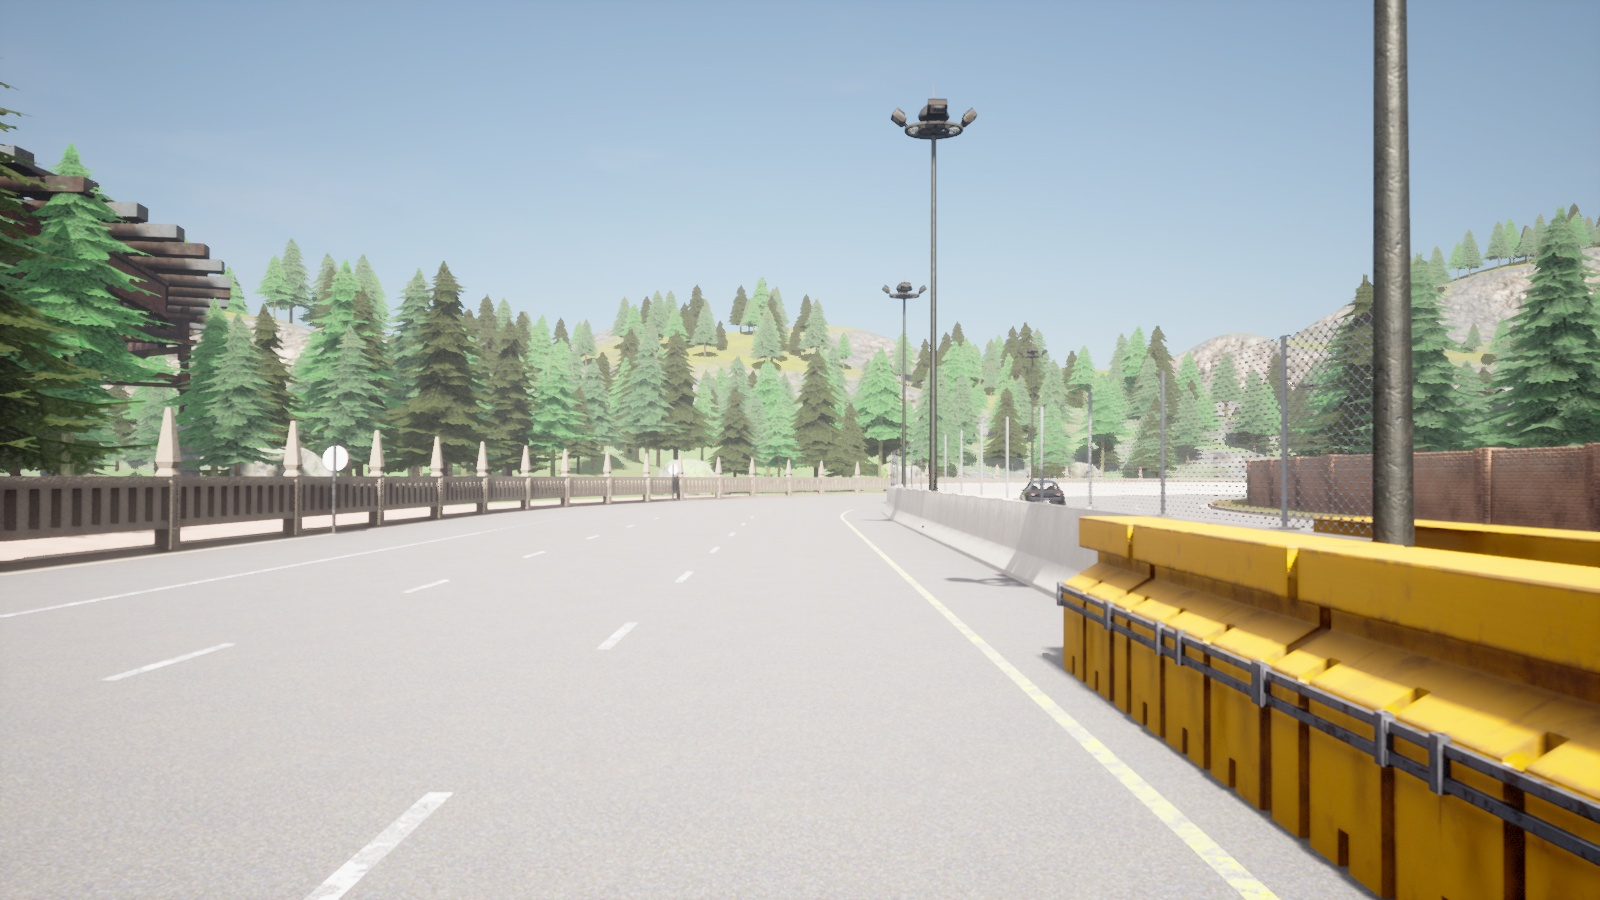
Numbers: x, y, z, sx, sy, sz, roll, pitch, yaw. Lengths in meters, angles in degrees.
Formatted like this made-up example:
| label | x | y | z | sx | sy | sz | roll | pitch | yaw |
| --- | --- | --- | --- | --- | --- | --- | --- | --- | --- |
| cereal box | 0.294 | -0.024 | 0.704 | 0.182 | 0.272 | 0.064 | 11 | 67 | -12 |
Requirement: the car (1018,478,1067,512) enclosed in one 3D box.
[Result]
| label | x | y | z | sx | sy | sz | roll | pitch | yaw |
| --- | --- | --- | --- | --- | --- | --- | --- | --- | --- |
| car | 10.904 | 2.015 | 56.686 | 1.816 | 1.474 | 4.193 | -1 | -1 | 6 |
